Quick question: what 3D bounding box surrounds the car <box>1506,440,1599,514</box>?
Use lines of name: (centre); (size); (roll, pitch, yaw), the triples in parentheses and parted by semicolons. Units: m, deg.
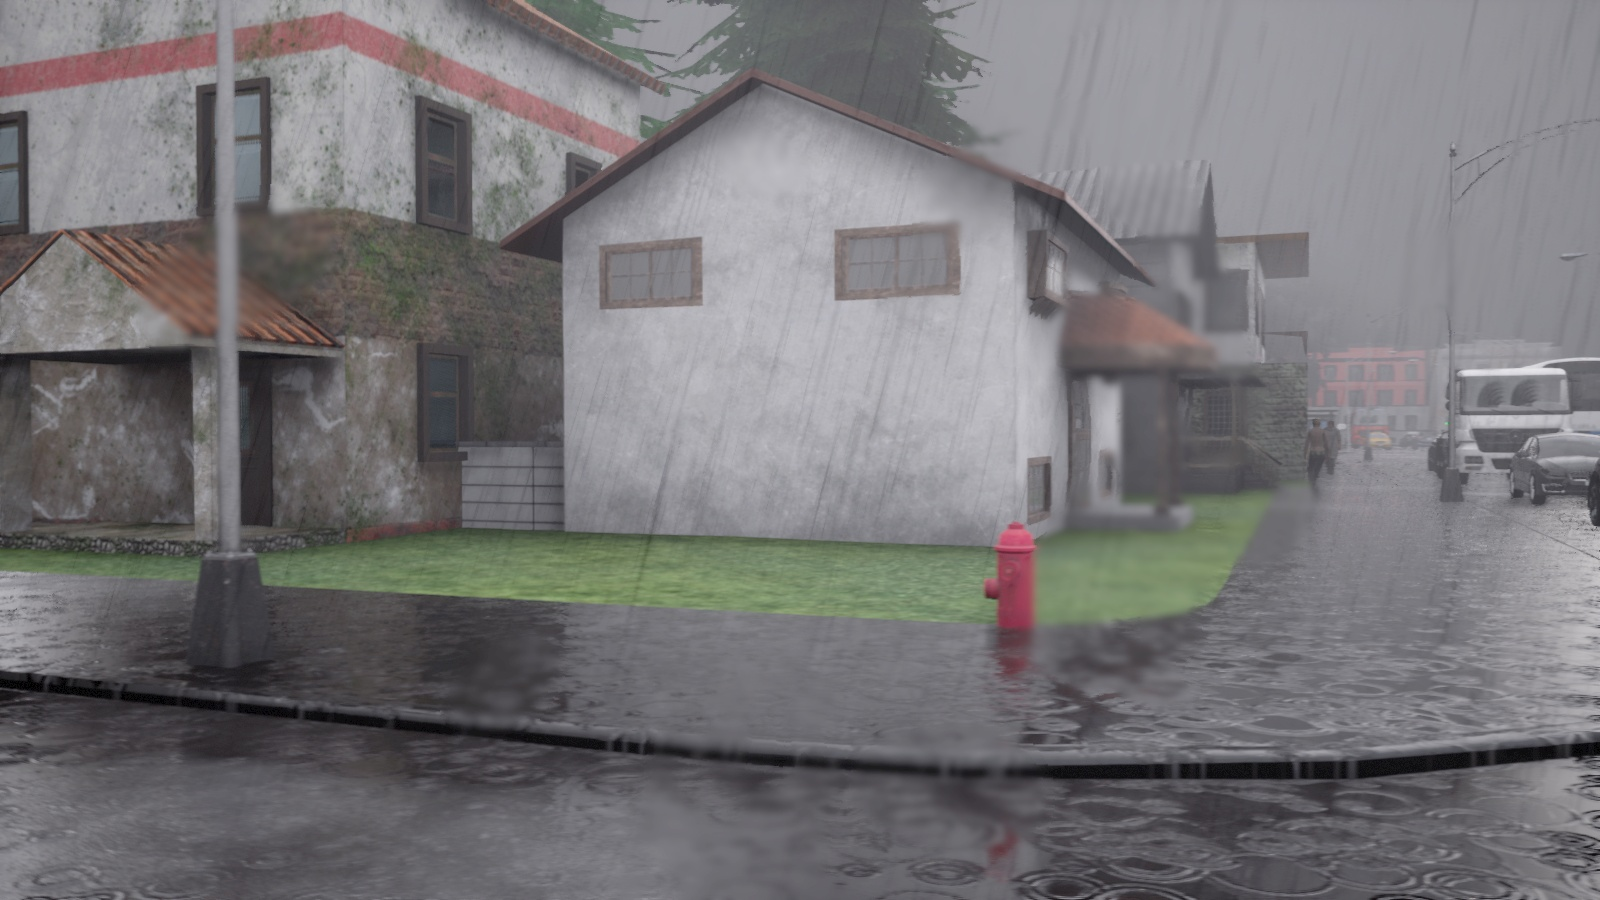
car: (17.015, 0.527, 27.788); (1.837, 1.490, 4.892); (1, 1, 22)

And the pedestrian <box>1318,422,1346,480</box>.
pedestrian: (18.299, 0.026, 43.174); (0.659, 1.952, 0.873); (1, 1, 38)

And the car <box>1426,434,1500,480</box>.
car: (25.208, 0.213, 47.886); (2.033, 1.649, 4.856); (1, 1, 22)

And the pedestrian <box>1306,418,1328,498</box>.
pedestrian: (12.076, 0.189, 29.323); (0.331, 1.846, 0.634); (0, 1, 10)

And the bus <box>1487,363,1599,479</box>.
bus: (30.758, -1.109, 50.852); (3.944, 4.253, 10.273); (1, 1, 22)

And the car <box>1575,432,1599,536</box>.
car: (13.466, 0.556, 19.094); (2.033, 1.649, 4.856); (1, 1, 22)

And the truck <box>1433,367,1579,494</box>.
truck: (21.389, -0.587, 38.485); (2.891, 3.462, 7.936); (1, 1, 22)
